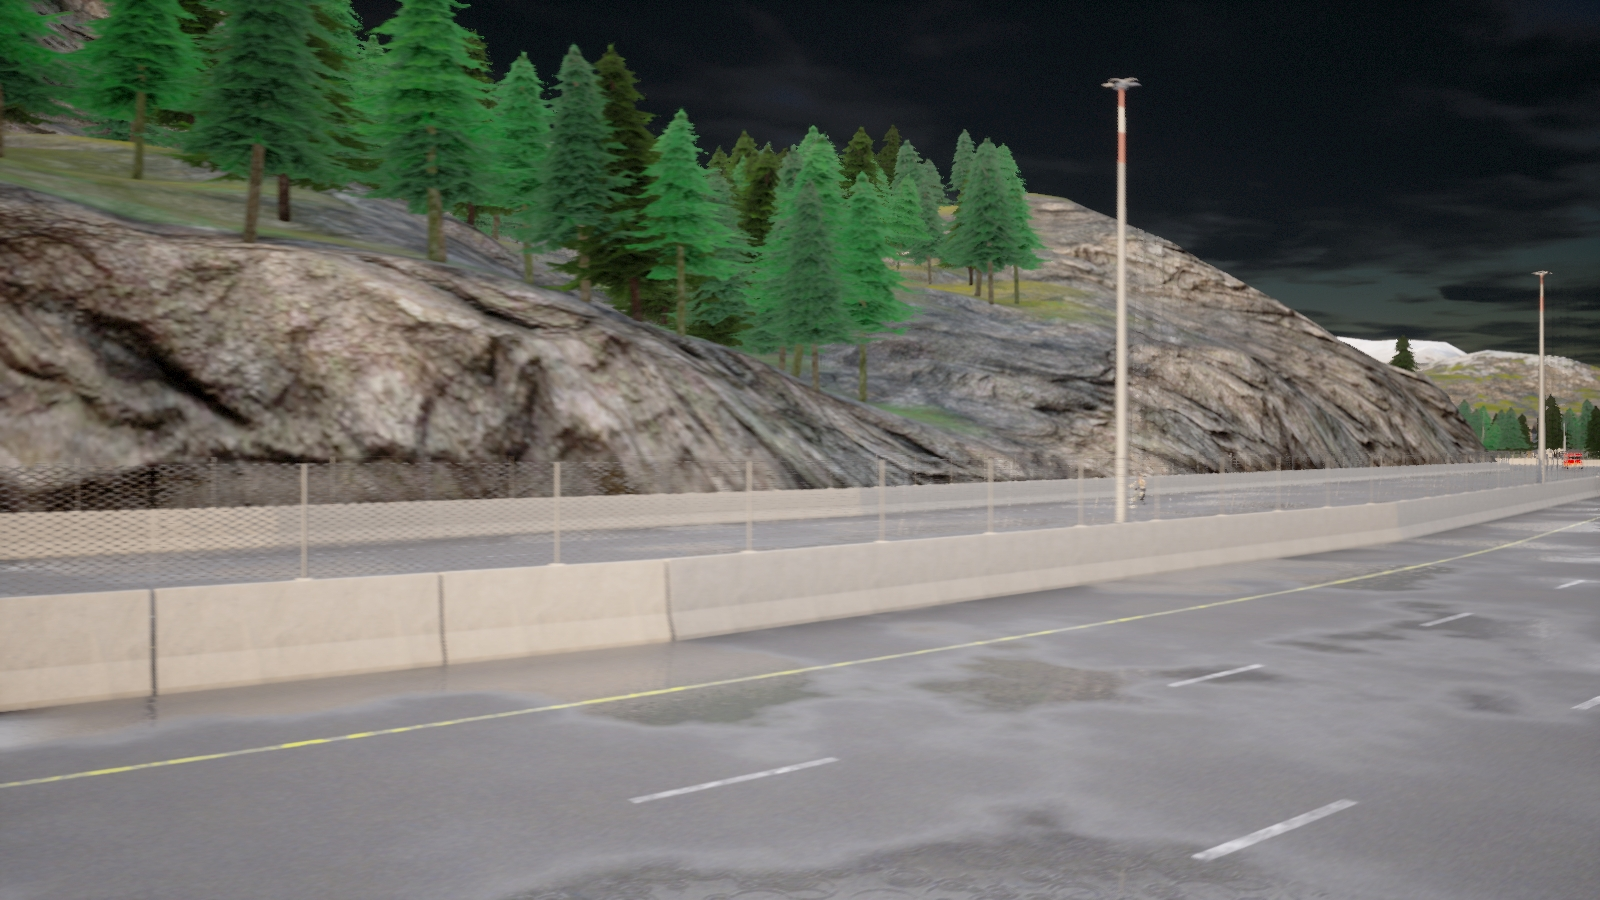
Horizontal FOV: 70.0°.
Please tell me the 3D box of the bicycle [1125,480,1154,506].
[{"bbox_3d":[17.455,2.194,58.746,0.859,1.295,1.487,0,0,42],"label":"bicycle"}]
